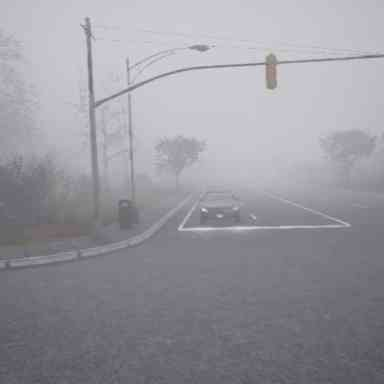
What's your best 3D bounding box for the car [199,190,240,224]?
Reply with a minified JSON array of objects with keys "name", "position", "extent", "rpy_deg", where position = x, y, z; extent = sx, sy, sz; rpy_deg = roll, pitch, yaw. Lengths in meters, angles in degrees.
[{"name":"car","position":[1.372,0.648,16.842],"extent":[1.812,1.442,4.674],"rpy_deg":[-2,3,4]}]
